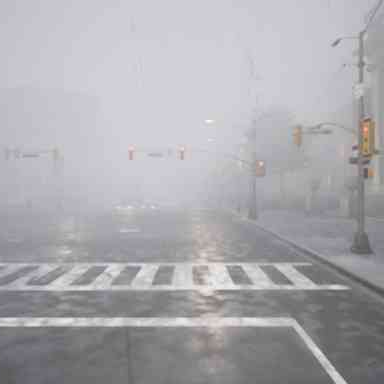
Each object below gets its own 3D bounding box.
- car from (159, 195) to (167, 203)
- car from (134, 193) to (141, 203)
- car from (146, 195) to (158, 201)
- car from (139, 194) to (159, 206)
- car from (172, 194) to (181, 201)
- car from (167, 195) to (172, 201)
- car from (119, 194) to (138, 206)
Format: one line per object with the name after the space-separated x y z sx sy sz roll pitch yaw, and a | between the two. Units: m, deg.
-7.016 1.496 70.034 1.882 1.535 5.008 0 0 0 | car
-10.504 1.496 69.118 1.882 1.535 5.008 0 0 0 | car
-10.339 1.499 84.946 1.882 1.535 5.008 0 0 -21 | car
-7.033 1.540 54.827 1.812 1.442 4.674 0 0 1 | car
-4.858 1.378 89.710 2.097 1.767 4.553 0 0 -29 | car
-7.515 1.617 87.227 1.895 1.301 4.718 0 0 -25 | car
-10.531 1.519 53.759 1.837 1.490 4.892 0 0 0 | car
